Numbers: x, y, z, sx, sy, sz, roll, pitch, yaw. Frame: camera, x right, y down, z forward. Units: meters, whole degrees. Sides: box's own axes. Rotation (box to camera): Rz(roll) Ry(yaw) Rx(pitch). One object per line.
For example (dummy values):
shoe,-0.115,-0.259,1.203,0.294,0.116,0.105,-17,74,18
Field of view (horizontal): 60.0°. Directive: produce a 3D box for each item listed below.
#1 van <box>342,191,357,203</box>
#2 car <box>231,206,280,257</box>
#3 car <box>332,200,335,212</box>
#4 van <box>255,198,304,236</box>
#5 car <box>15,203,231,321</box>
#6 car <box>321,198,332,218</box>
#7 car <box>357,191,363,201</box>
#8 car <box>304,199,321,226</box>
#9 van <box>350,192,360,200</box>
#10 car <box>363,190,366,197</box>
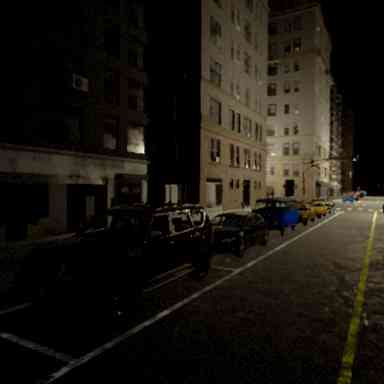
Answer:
van,26.201,0.924,55.772,1.690,1.788,3.998,1,1,30
car,1.603,1.431,12.393,2.008,1.369,4.403,1,1,30
car,12.786,1.302,32.117,2.008,1.369,4.403,1,1,30
van,4.400,1.193,17.322,1.690,1.788,3.998,1,1,30
car,-1.191,1.224,7.460,2.192,1.841,5.009,1,1,30
car,9.907,1.313,27.039,1.752,1.417,4.829,1,1,30
car,31.711,0.825,65.490,2.192,1.841,5.009,1,1,30
car,7.111,1.346,22.107,1.752,1.417,4.829,1,1,30
van,34.466,0.812,70.349,1.690,1.788,3.998,1,1,30
car,42.731,0.888,84.929,1.887,1.381,4.507,1,1,30
